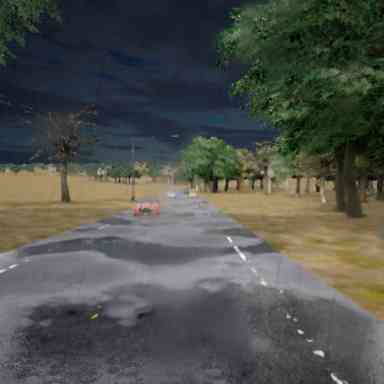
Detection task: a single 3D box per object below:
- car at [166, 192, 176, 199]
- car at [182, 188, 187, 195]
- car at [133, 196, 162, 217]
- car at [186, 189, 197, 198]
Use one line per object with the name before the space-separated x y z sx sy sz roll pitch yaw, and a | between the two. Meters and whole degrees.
car | -4.367 0.642 70.035 1.812 1.442 4.674 0 1 -1
car | -1.563 0.020 94.940 2.033 1.411 5.357 0 1 -2
car | -3.758 1.144 28.928 2.097 1.767 4.553 0 1 -1
car | 0.200 0.445 76.369 1.801 1.575 5.366 0 1 -2
